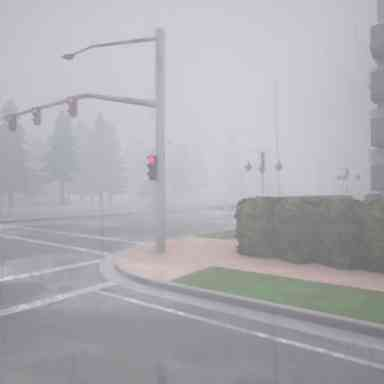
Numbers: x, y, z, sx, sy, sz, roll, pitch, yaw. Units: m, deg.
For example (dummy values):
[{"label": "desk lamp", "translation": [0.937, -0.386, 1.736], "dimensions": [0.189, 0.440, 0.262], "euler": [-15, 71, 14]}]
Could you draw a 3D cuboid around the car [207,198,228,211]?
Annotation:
[{"label": "car", "translation": [3.762, 1.554, 42.277], "dimensions": [1.812, 1.442, 4.674], "euler": [0, 0, 39]}]

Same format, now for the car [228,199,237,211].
[{"label": "car", "translation": [6.865, 1.515, 40.550], "dimensions": [2.128, 1.511, 4.902], "euler": [0, 0, 39]}]
